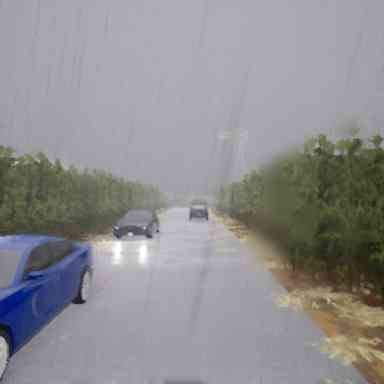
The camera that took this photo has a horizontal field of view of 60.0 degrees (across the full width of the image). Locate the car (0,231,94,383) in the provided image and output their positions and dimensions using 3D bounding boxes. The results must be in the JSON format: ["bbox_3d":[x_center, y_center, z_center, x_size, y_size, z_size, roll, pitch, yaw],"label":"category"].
[{"bbox_3d":[-3.119,1.500,5.380,1.882,1.535,5.008,0,0,1],"label":"car"}]

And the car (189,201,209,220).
[{"bbox_3d":[0.699,2.003,33.612,1.882,1.535,5.008,0,-1,1],"label":"car"}]

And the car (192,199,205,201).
[{"bbox_3d":[0.876,1.911,43.693,2.150,2.045,5.566,0,-1,1],"label":"car"}]

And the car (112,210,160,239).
[{"bbox_3d":[-2.874,1.684,18.456,2.033,1.411,5.357,0,-1,1],"label":"car"}]
